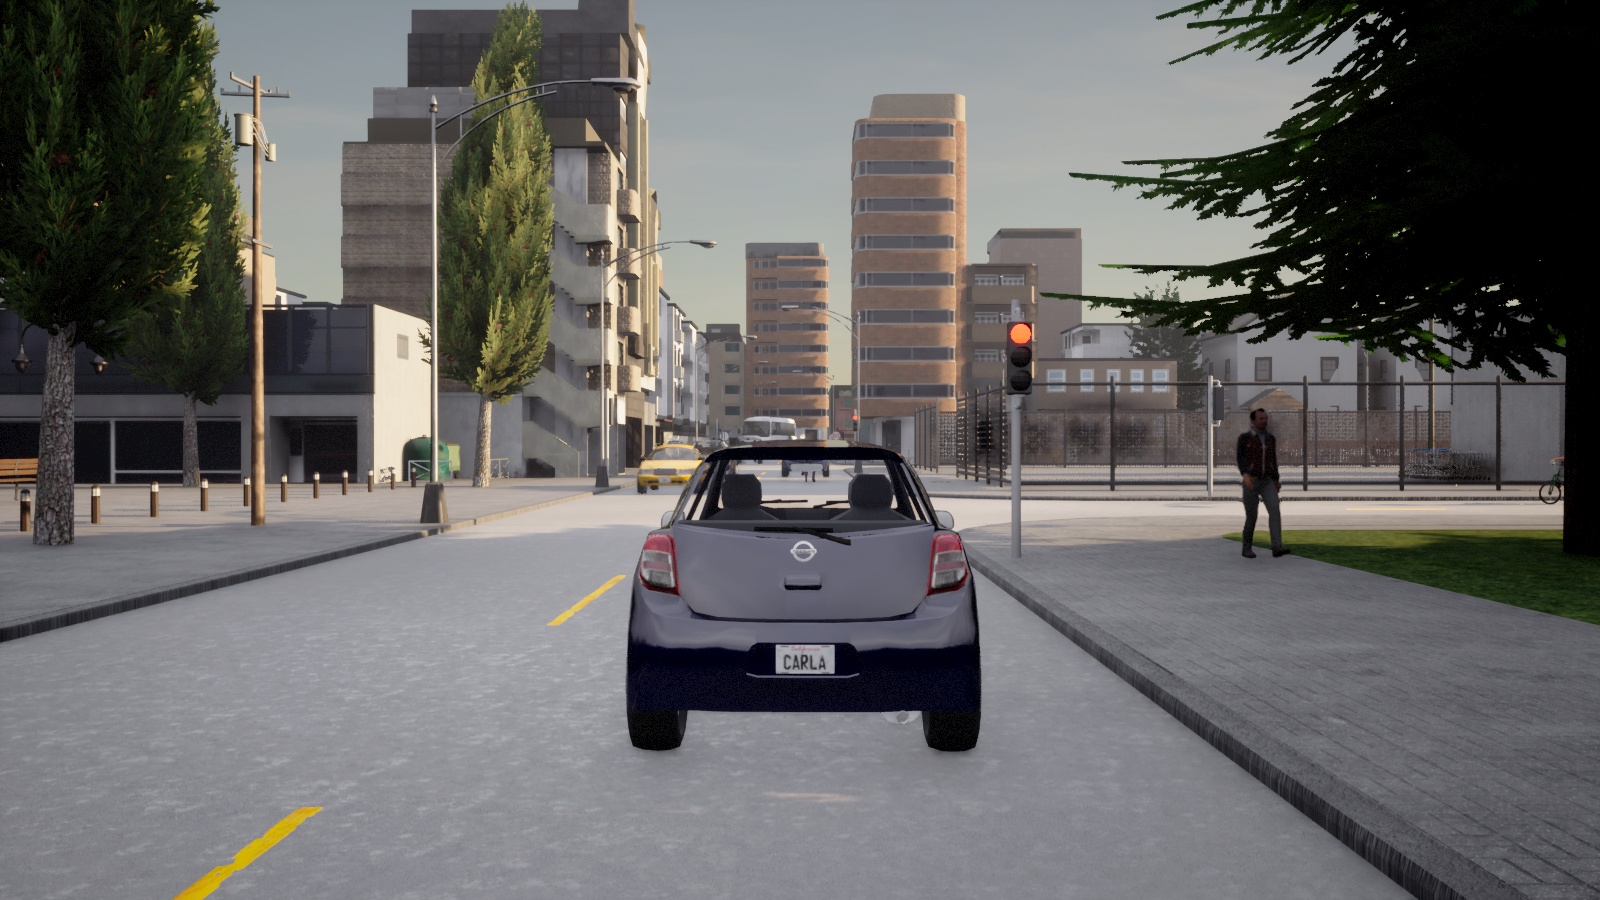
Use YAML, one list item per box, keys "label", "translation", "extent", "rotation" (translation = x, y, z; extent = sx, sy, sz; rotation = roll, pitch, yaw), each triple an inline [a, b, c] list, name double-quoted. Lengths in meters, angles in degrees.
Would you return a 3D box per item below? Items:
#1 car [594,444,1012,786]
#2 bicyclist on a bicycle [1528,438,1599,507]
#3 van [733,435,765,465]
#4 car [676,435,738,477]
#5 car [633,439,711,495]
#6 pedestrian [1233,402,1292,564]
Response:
- label: "car"
  translation: [0.036, 0.719, 7.361]
  extent: [1.845, 1.501, 3.633]
  rotation: [0, 0, 1]
- label: "bicyclist on a bicycle"
  translation: [18.404, 0.528, 30.007]
  extent: [1.509, 1.612, 0.866]
  rotation: [0, 0, 0]
- label: "van"
  translation: [-3.591, -0.034, 88.691]
  extent: [2.069, 2.038, 4.480]
  rotation: [0, 0, 0]
- label: "car"
  translation: [-3.756, 0.232, 51.491]
  extent: [2.152, 1.651, 5.027]
  rotation: [0, 0, 0]
- label: "car"
  translation: [-3.814, 0.466, 38.252]
  extent: [1.801, 1.575, 5.366]
  rotation: [0, 0, 0]
- label: "pedestrian"
  translation: [5.432, 0.377, 14.782]
  extent: [0.376, 1.854, 0.720]
  rotation: [0, 0, -5]
